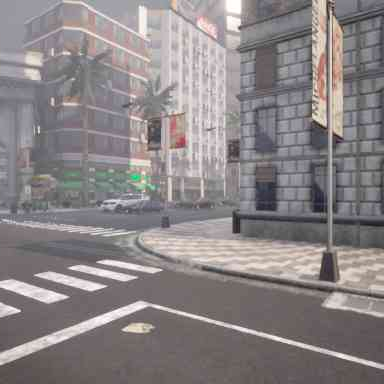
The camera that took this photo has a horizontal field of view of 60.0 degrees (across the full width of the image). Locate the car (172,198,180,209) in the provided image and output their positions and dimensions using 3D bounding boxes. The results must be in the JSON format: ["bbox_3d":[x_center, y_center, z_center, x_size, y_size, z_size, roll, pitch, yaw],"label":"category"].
[{"bbox_3d":[-1.663,1.526,45.798,1.812,1.442,4.674,0,0,37],"label":"car"}]

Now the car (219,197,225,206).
[{"bbox_3d":[4.995,1.491,53.551,4.902,1.511,2.128,0,0,-44],"label":"car"}]

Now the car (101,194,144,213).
[{"bbox_3d":[-7.670,1.221,37.800,2.150,2.045,5.566,0,0,36],"label":"car"}]

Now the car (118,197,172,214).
[{"bbox_3d":[-4.957,1.547,35.605,2.033,1.411,5.357,0,0,36],"label":"car"}]

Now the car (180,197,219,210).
[{"bbox_3d":[1.013,1.478,43.578,1.882,1.535,5.008,0,0,38],"label":"car"}]

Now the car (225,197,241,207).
[{"bbox_3d":[7.550,1.564,51.169,4.181,1.385,1.994,0,0,-43],"label":"car"}]
